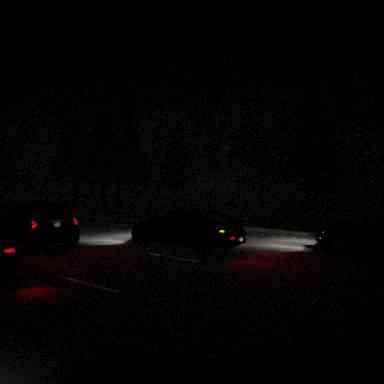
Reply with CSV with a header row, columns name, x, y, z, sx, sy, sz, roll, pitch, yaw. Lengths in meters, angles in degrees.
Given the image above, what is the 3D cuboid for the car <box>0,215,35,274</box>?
name,x,y,z,sx,sy,sz,roll,pitch,yaw
car,-6.475,1.336,8.424,5.357,1.411,2.033,1,1,35

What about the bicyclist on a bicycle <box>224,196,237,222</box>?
name,x,y,z,sx,sy,sz,roll,pitch,yaw
bicyclist on a bicycle,2.233,1.082,19.121,0.582,1.620,1.656,1,1,35

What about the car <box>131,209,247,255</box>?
name,x,y,z,sx,sy,sz,roll,pitch,yaw
car,-0.211,1.356,12.527,4.674,1.442,1.812,1,1,35

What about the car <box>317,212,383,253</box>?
name,x,y,z,sx,sy,sz,roll,pitch,yaw
car,6.966,1.459,11.625,4.892,1.490,1.837,1,1,37

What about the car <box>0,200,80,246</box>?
name,x,y,z,sx,sy,sz,roll,pitch,yaw
car,-6.320,1.088,12.531,4.553,1.767,2.097,1,1,35
